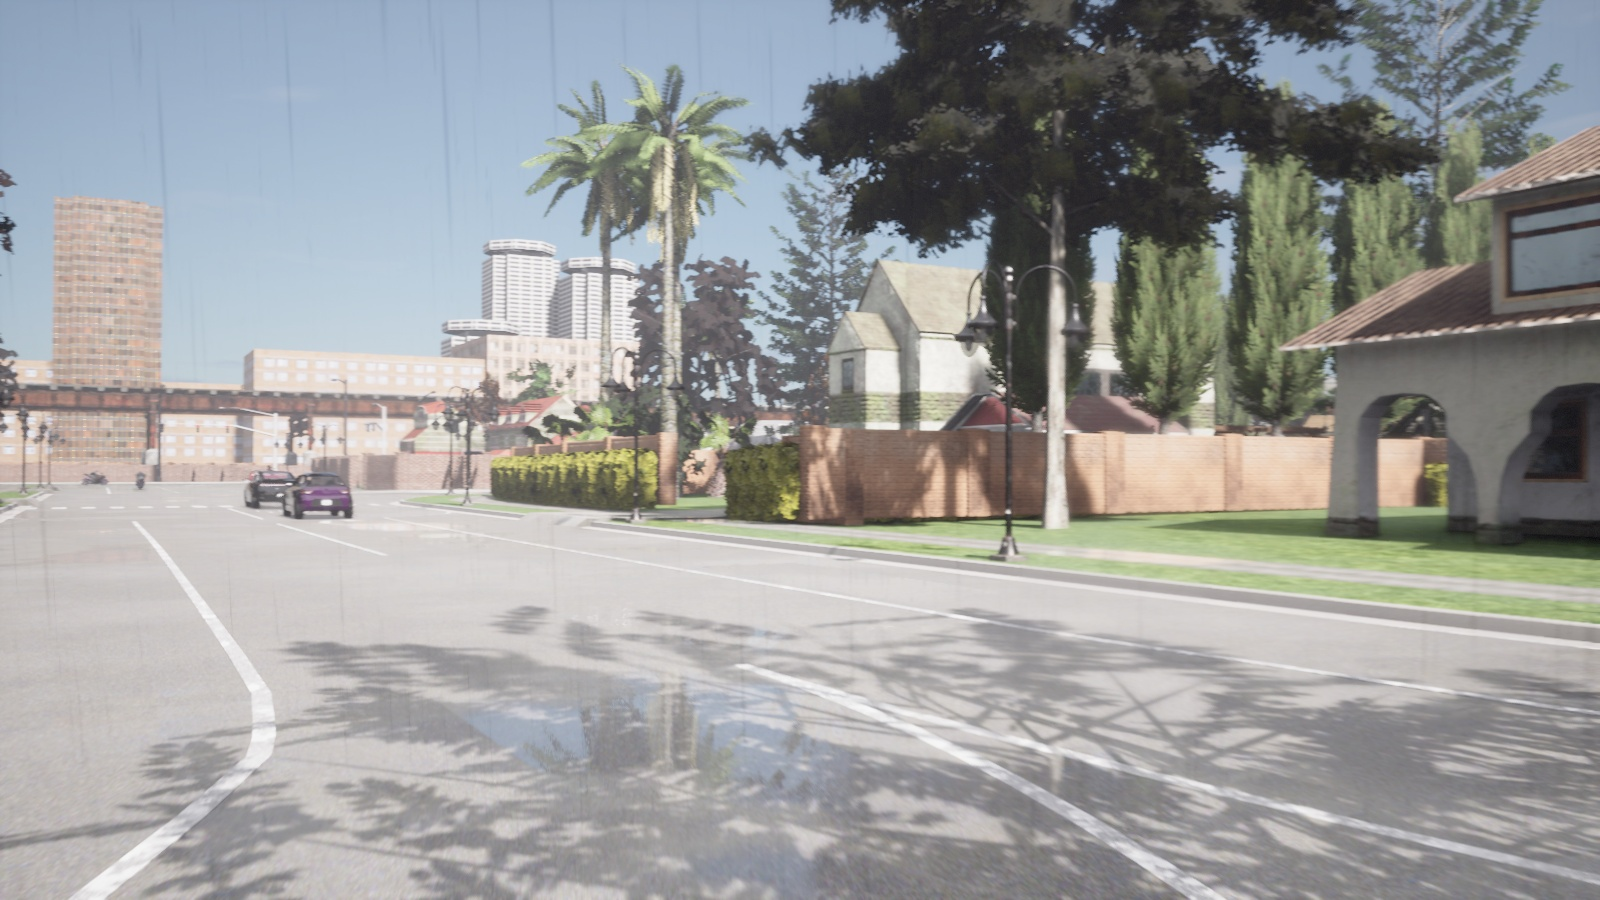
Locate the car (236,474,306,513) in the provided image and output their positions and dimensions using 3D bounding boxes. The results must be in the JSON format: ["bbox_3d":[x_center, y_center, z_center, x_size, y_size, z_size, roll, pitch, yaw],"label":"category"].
[{"bbox_3d":[-21.846,1.753,51.744,2.128,1.511,4.902,0,-1,-29],"label":"car"}]

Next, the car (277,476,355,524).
[{"bbox_3d":[-15.914,1.602,41.173,1.816,1.474,4.193,0,-1,-29],"label":"car"}]
